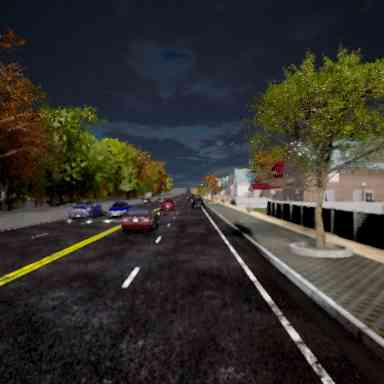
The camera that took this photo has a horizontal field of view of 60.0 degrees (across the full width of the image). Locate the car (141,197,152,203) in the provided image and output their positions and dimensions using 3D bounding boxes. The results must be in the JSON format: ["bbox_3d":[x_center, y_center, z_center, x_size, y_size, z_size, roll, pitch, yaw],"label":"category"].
[{"bbox_3d":[-9.774,1.751,71.820,2.128,1.511,4.902,0,0,0],"label":"car"}]

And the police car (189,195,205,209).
[{"bbox_3d":[0.957,1.634,50.865,1.930,1.638,5.238,0,0,0],"label":"police car"}]

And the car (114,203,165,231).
[{"bbox_3d":[-3.162,1.641,21.140,2.033,1.411,5.357,0,0,0],"label":"car"}]

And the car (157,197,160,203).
[{"bbox_3d":[-6.525,1.751,71.821,2.128,1.511,4.902,0,0,0],"label":"car"}]

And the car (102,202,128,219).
[{"bbox_3d":[-6.605,1.658,30.931,1.812,1.442,4.674,0,0,0],"label":"car"}]

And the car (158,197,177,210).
[{"bbox_3d":[-3.166,1.715,45.731,1.812,1.442,4.674,0,0,0],"label":"car"}]

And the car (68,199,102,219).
[{"bbox_3d":[-9.855,1.485,31.068,2.097,1.767,4.553,0,0,0],"label":"car"}]
